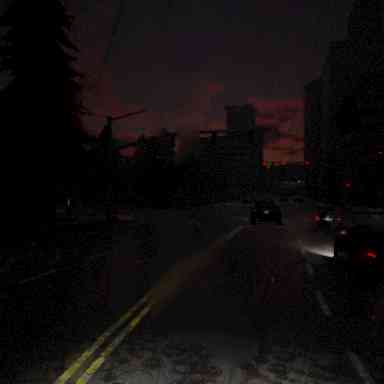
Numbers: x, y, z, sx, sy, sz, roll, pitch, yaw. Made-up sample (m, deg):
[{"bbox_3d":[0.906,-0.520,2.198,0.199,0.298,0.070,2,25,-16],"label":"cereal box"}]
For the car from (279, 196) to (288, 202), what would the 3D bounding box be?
[{"bbox_3d":[24.647,1.900,89.517,2.128,1.511,4.902,1,0,16],"label":"car"}]

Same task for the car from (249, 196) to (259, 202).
[{"bbox_3d":[15.439,1.776,82.721,1.837,1.490,4.892,1,0,16],"label":"car"}]

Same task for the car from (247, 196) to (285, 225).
[{"bbox_3d":[5.460,1.444,25.116,2.097,1.767,4.553,0,0,9],"label":"car"}]

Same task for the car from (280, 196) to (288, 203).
[{"bbox_3d":[22.170,1.691,80.798,2.097,1.767,4.553,1,0,16],"label":"car"}]

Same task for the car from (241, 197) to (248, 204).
[{"bbox_3d":[11.177,1.694,67.727,1.882,1.535,5.008,1,0,16],"label":"car"}]

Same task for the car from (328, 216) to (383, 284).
[{"bbox_3d":[5.332,1.629,9.512,1.994,1.385,4.181,1,0,15],"label":"car"}]

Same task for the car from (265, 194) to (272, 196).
[{"bbox_3d":[14.544,1.767,66.775,2.128,1.511,4.902,1,0,16],"label":"car"}]

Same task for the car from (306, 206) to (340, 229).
[{"bbox_3d":[8.717,1.665,22.073,2.033,1.411,5.357,1,0,16],"label":"car"}]

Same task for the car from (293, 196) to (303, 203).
[{"bbox_3d":[25.450,1.841,79.539,1.882,1.535,5.008,1,0,16],"label":"car"}]

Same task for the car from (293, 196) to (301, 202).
[{"bbox_3d":[28.013,1.904,88.560,1.837,1.490,4.892,1,0,16],"label":"car"}]
